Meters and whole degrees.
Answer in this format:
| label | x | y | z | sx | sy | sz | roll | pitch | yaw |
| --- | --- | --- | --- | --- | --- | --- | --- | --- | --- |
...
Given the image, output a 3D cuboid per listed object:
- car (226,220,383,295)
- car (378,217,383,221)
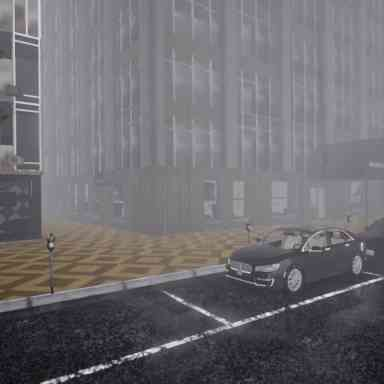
| label | x | y | z | sx | sy | sz | roll | pitch | yaw |
| --- | --- | --- | --- | --- | --- | --- | --- | --- | --- |
| car | 2.822 | 1.549 | 8.609 | 4.403 | 1.369 | 2.008 | 0 | -1 | -36 |
| car | 7.439 | 1.563 | 11.924 | 4.313 | 1.339 | 1.947 | 0 | -1 | -36 |
